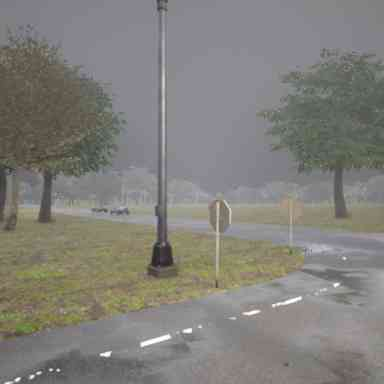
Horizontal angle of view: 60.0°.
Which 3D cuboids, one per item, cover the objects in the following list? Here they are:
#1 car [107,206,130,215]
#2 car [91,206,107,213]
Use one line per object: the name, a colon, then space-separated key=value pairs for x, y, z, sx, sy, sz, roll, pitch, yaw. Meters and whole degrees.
car: x=-11.465 y=2.927 z=52.874 sx=1.812 sy=1.442 sz=4.674 roll=2 pitch=-2 yaw=-34
car: x=-17.090 y=3.174 z=61.176 sx=1.895 sy=1.301 sz=4.718 roll=2 pitch=-2 yaw=-34
